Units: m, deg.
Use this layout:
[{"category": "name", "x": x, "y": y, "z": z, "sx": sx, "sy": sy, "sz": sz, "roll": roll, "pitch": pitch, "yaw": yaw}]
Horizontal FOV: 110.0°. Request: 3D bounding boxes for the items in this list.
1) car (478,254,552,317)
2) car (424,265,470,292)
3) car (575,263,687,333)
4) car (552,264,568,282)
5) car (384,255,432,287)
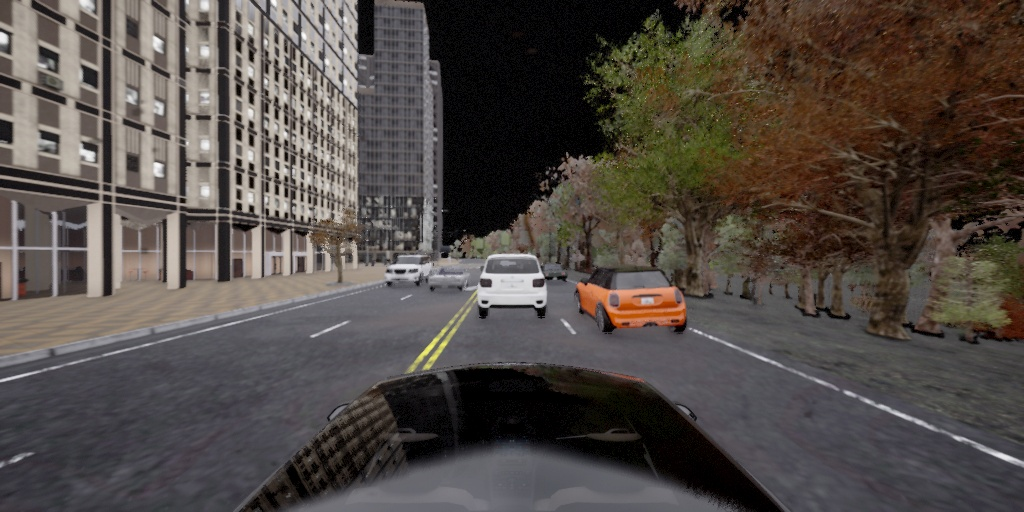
[{"category": "car", "x": 0.000, "y": 0.943, "z": 13.073, "sx": 2.150, "sy": 2.045, "sz": 5.566, "roll": 0, "pitch": 0, "yaw": 0}, {"category": "car", "x": -3.581, "y": 1.303, "z": 21.078, "sx": 1.895, "sy": 1.301, "sz": 4.718, "roll": 0, "pitch": 0, "yaw": -1}, {"category": "car", "x": 3.244, "y": 1.041, "z": 10.773, "sx": 2.097, "sy": 1.767, "sz": 4.553, "roll": -3, "pitch": 1, "yaw": -1}, {"category": "car", "x": 2.973, "y": 1.256, "z": 27.843, "sx": 1.895, "sy": 1.301, "sz": 4.718, "roll": -3, "pitch": 2, "yaw": -2}, {"category": "car", "x": -6.919, "y": 0.918, "z": 24.625, "sx": 2.150, "sy": 2.045, "sz": 5.566, "roll": 0, "pitch": 0, "yaw": -2}]
